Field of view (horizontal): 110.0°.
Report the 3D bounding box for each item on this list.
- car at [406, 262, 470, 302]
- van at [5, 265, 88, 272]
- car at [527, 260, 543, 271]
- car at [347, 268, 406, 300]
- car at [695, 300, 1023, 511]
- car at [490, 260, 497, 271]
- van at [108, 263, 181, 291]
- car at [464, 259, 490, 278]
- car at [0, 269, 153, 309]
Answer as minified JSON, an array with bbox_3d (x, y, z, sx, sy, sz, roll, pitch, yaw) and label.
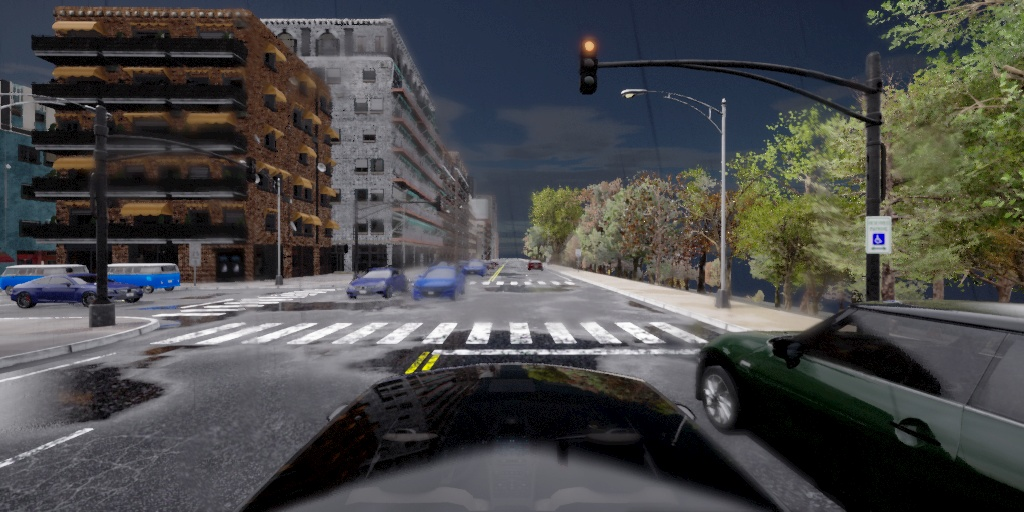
[{"bbox_3d":[-3.408,1.272,17.562,1.882,1.535,5.008,0,0,0],"label":"car"},{"bbox_3d":[-28.384,1.425,21.851,3.998,1.789,1.690,0,0,-1],"label":"van"},{"bbox_3d":[3.197,1.238,50.350,1.882,1.535,5.008,0,0,0],"label":"car"},{"bbox_3d":[-6.668,1.340,18.336,1.812,1.442,4.674,-1,0,0],"label":"car"},{"bbox_3d":[3.347,1.102,2.651,2.097,1.767,4.553,0,0,0],"label":"car"},{"bbox_3d":[-3.499,1.324,50.262,1.994,1.385,4.181,0,0,0],"label":"car"},{"bbox_3d":[-22.783,1.351,21.946,3.998,1.789,1.690,0,0,-1],"label":"van"},{"bbox_3d":[-3.453,1.231,34.053,1.882,1.535,5.008,0,0,0],"label":"car"},{"bbox_3d":[-19.573,1.517,16.199,4.674,1.442,1.812,-1,0,0],"label":"car"}]
